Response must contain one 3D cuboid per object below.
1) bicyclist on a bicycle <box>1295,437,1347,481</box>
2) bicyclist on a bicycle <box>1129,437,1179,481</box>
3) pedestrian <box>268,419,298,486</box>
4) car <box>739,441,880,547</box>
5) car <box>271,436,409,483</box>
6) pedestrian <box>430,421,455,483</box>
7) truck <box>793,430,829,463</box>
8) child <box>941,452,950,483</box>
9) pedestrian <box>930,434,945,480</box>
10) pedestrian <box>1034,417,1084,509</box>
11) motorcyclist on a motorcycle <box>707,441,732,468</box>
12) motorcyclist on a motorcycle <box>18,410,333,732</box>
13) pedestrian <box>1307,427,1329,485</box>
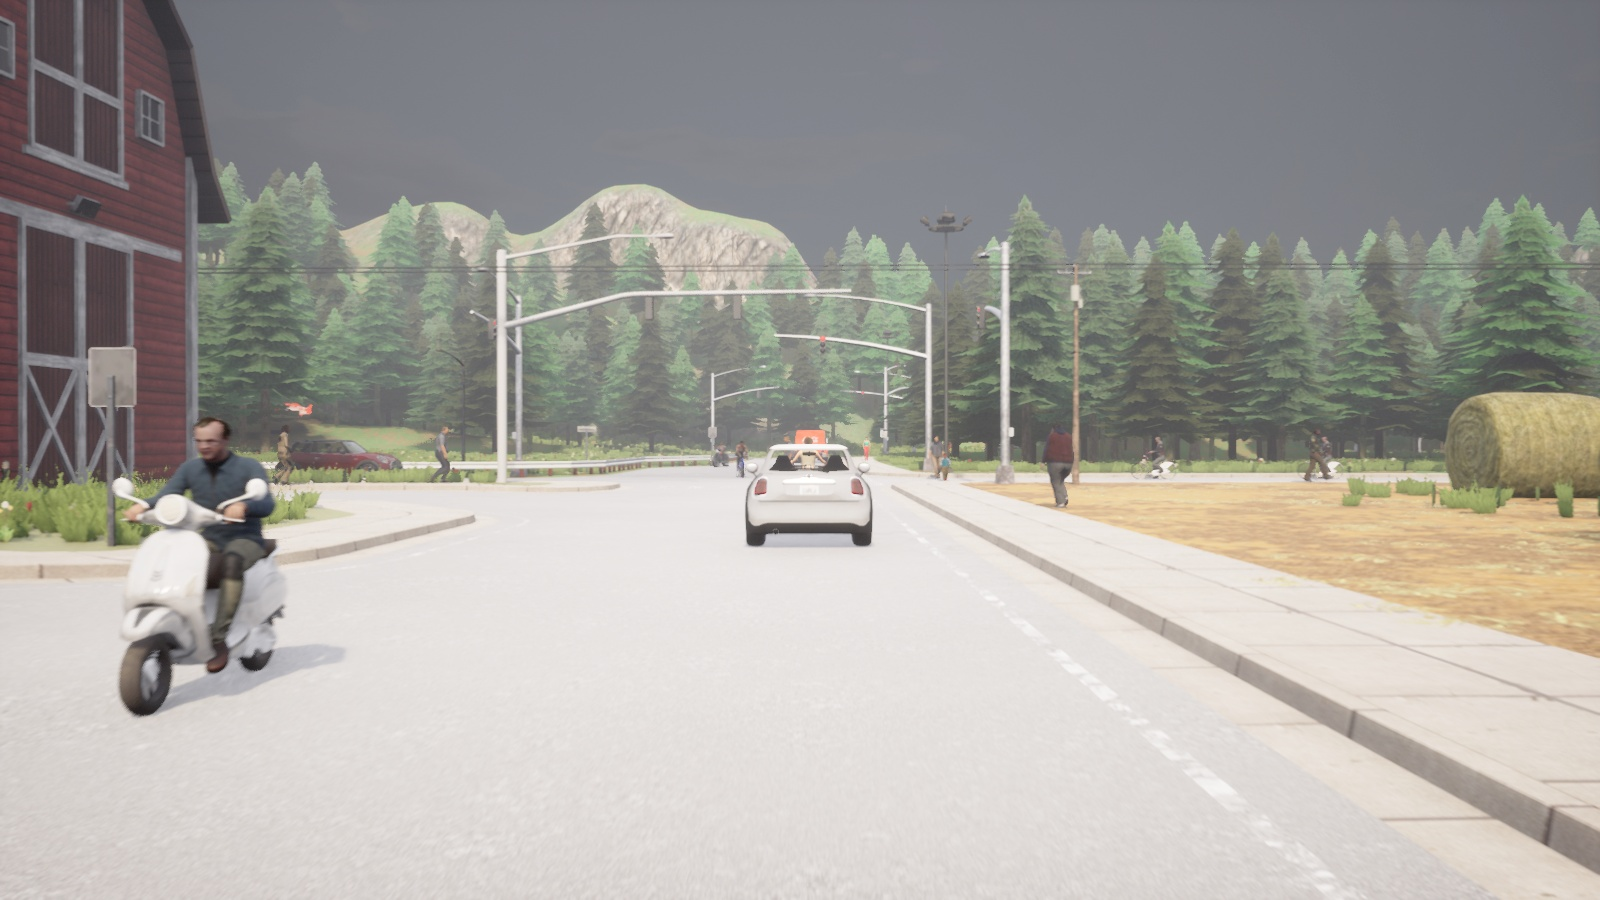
[{"bbox_3d":[21.140,0.373,50.963,1.843,1.776,0.659,0,0,1],"label":"bicyclist on a bicycle"},{"bbox_3d":[14.418,0.368,51.123,1.843,1.776,0.659,0,0,1],"label":"bicyclist on a bicycle"},{"bbox_3d":[-15.014,0.075,36.489,0.396,1.930,0.692,0,0,43],"label":"pedestrian"},{"bbox_3d":[0.127,0.603,19.454,1.970,1.475,3.806,0,0,0],"label":"car"},{"bbox_3d":[-17.664,0.350,48.386,4.553,1.767,2.097,0,0,1],"label":"car"},{"bbox_3d":[-10.783,0.070,37.910,0.694,1.848,0.540,0,0,-13],"label":"pedestrian"},{"bbox_3d":[0.870,-0.272,95.651,2.627,2.467,5.204,0,0,2],"label":"truck"},{"bbox_3d":[5.685,0.678,49.061,0.343,1.192,0.448,0,0,3],"label":"child"},{"bbox_3d":[5.626,0.281,51.393,0.540,1.848,0.694,0,0,2],"label":"pedestrian"},{"bbox_3d":[5.298,0.266,25.715,0.634,1.844,0.899,0,0,-19],"label":"pedestrian"},{"bbox_3d":[-4.930,0.263,77.200,0.766,1.649,2.350,0,1,18],"label":"motorcyclist on a motorcycle"},{"bbox_3d":[-3.442,0.598,7.145,0.866,1.590,1.817,1,0,0],"label":"motorcyclist on a motorcycle"},{"bbox_3d":[17.317,0.184,41.990,0.692,1.930,0.395,0,0,23],"label":"pedestrian"}]
